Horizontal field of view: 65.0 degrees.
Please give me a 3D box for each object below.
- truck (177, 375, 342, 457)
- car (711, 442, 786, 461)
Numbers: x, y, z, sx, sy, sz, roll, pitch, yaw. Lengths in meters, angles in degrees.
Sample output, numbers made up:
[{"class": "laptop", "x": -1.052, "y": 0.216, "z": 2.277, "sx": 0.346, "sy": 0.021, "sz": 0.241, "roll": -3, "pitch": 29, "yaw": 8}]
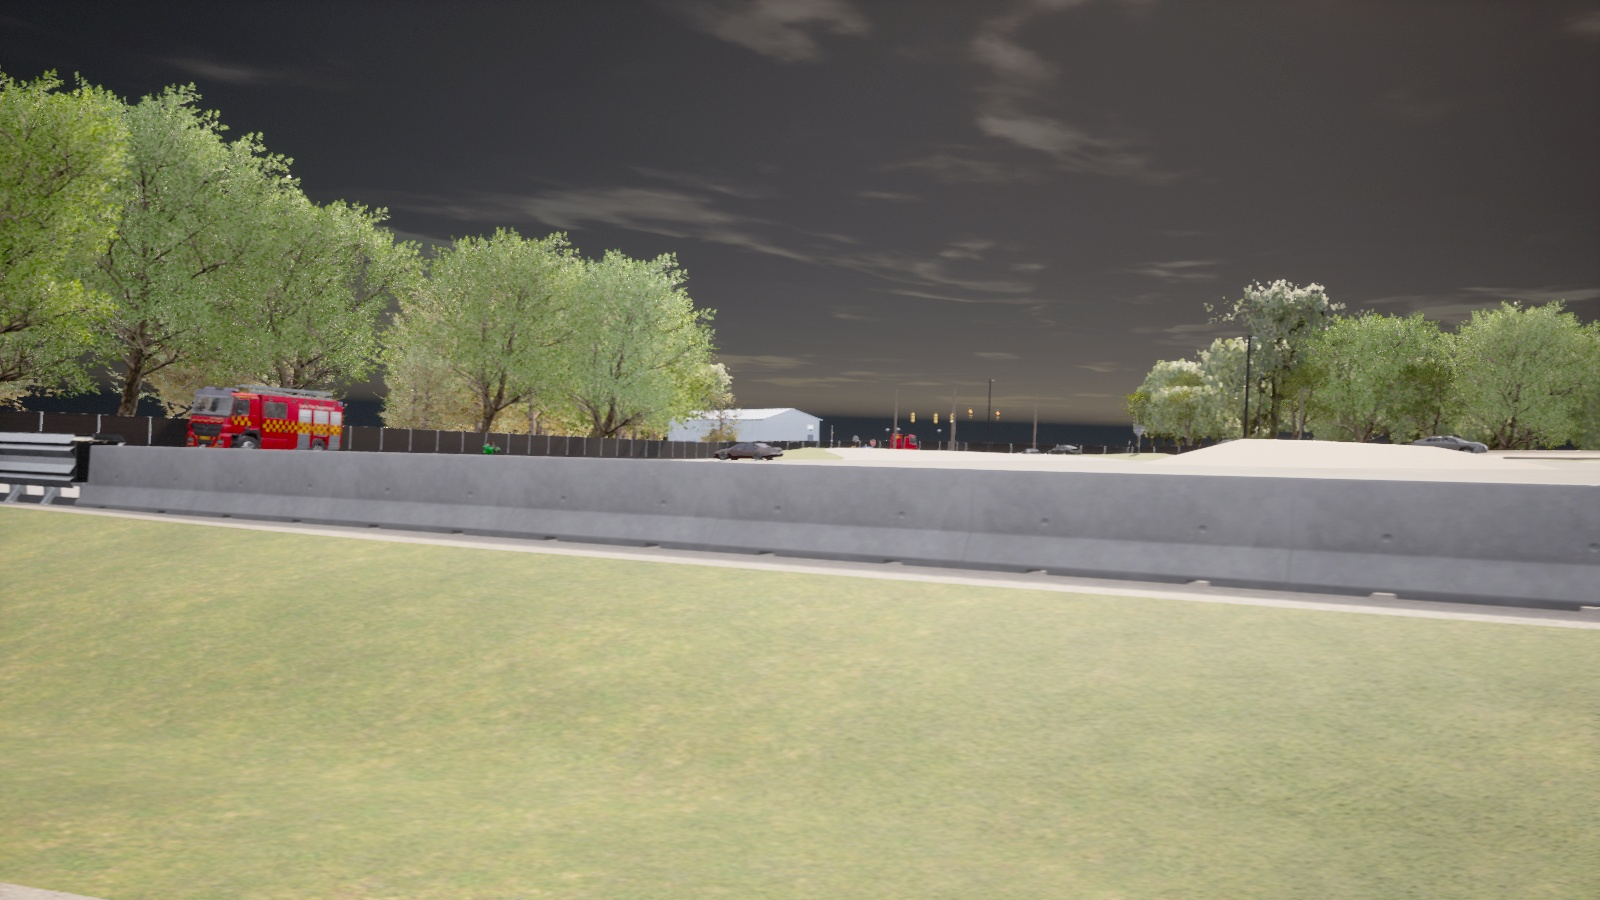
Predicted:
[{"class": "truck", "x": -29.347, "y": -1.762, "z": 68.696, "sx": 2.891, "sy": 3.827, "sz": 8.468, "roll": 4, "pitch": 0, "yaw": 22}, {"class": "car", "x": -3.903, "y": 0.105, "z": 94.596, "sx": 5.357, "sy": 1.411, "sz": 2.033, "roll": 0, "pitch": 1, "yaw": 29}]
